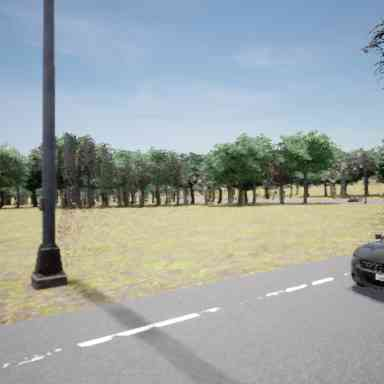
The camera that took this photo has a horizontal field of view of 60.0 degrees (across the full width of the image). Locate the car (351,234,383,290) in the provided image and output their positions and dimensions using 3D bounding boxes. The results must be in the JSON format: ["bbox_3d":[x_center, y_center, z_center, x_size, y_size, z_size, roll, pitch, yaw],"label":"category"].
[{"bbox_3d":[5.898,1.469,8.202,5.008,1.535,1.882,0,0,-35],"label":"car"}]
